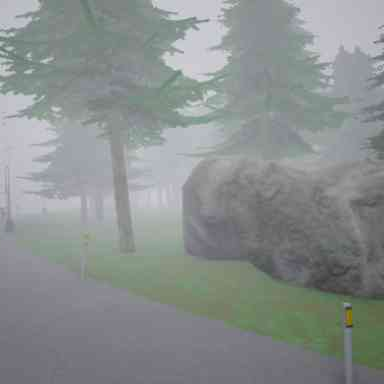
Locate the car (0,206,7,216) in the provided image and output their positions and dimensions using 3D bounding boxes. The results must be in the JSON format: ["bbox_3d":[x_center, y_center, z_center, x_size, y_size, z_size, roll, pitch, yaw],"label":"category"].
[{"bbox_3d":[-21.759,2.040,36.052,2.128,1.511,4.902,-4,0,-9],"label":"car"}]
